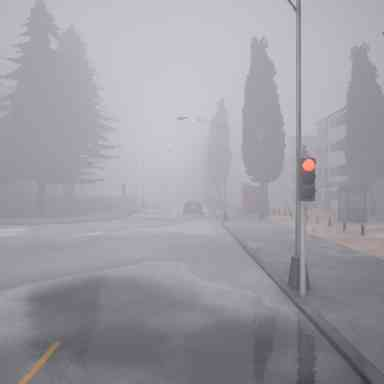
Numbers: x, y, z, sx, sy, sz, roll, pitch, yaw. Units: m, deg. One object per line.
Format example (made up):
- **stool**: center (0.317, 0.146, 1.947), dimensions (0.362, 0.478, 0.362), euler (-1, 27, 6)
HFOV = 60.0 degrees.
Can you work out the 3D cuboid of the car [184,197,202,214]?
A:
- **car**: center (0.093, 1.564, 36.116), dimensions (1.994, 1.385, 4.181), euler (0, 0, 0)
